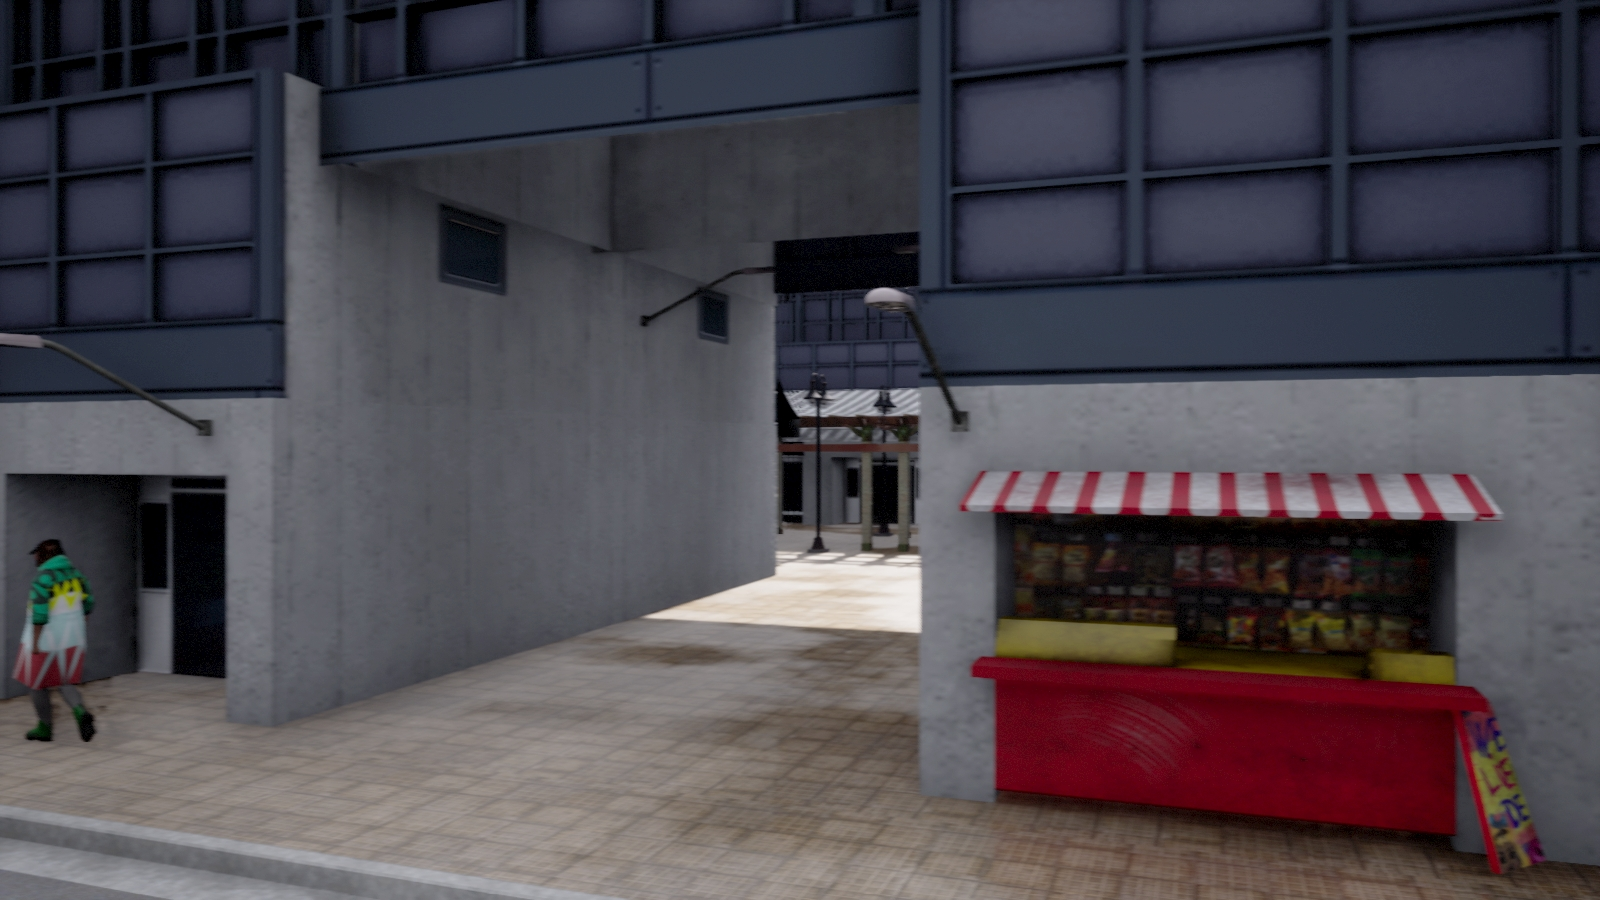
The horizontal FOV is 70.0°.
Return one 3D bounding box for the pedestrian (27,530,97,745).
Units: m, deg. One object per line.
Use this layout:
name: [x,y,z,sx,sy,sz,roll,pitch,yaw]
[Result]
pedestrian: [-6.670,1.674,10.335,0.375,1.860,0.375,0,0,17]
